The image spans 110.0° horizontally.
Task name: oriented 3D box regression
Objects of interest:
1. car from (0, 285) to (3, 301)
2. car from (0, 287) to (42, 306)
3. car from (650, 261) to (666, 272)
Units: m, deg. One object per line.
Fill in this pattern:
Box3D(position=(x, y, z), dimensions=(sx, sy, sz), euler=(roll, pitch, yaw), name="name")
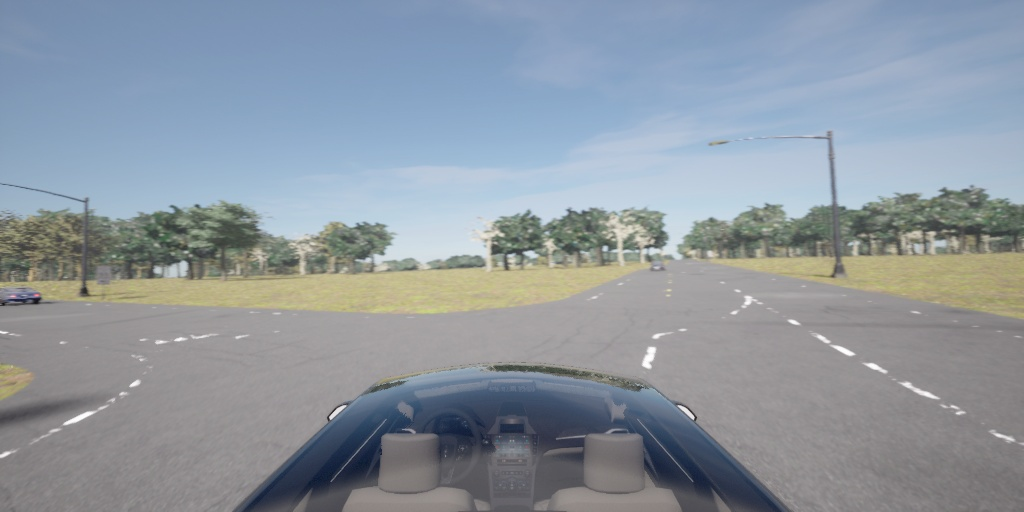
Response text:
Box3D(position=(-49.157, 3.474, 33.015), dimensions=(4.674, 1.442, 1.812), euler=(-2, -2, 25), name="car")
Box3D(position=(-39.706, 3.162, 28.641), dimensions=(5.357, 1.411, 2.033), euler=(-2, -2, 25), name="car")
Box3D(position=(20.807, 1.438, 51.228), dimensions=(1.812, 1.442, 4.674), euler=(-3, -1, 25), name="car")
